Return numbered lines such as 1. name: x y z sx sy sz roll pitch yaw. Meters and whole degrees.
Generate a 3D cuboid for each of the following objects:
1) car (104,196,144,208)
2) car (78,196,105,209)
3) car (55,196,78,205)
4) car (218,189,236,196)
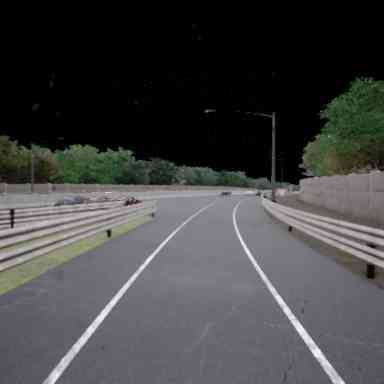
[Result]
1. car: -6.908 1.162 35.762 1.812 1.442 4.674 0 1 24
2. car: -10.096 1.136 37.208 1.812 1.442 4.674 0 1 24
3. car: -13.281 1.138 38.657 2.033 1.411 5.357 0 1 24
4. car: 9.344 0.307 88.501 1.882 1.535 5.008 0 0 24
